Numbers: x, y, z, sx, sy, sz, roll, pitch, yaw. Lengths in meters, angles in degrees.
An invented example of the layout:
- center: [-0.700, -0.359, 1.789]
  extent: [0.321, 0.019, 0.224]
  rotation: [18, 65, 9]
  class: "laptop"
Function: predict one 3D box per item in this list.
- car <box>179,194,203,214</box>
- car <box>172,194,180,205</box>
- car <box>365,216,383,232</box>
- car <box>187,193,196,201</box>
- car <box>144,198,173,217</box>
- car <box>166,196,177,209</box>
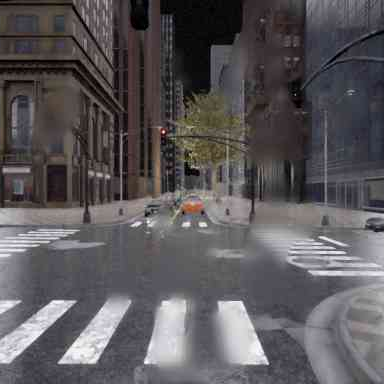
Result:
- center: [0.074, 1.253, 34.439]
  extent: [2.097, 1.767, 4.553]
  rotation: [0, 0, 0]
  class: "car"
- center: [-3.143, 1.393, 49.439]
  extent: [1.895, 1.301, 4.718]
  rotation: [0, 0, 0]
  class: "car"
- center: [11.910, 1.632, 18.363]
  extent: [4.403, 1.369, 2.008]
  rotation: [0, 0, 0]
  class: "car"
- center: [-0.028, 1.064, 70.686]
  extent: [1.882, 1.535, 5.008]
  rotation: [0, 1, 0]
  class: "car"
- center: [-3.128, 1.490, 30.310]
  extent: [1.994, 1.385, 4.181]
  rotation: [0, 0, 0]
  class: "car"
- center: [-3.136, 1.470, 39.103]
  extent: [1.895, 1.301, 4.718]
  rotation: [0, 0, 0]
  class: "car"
